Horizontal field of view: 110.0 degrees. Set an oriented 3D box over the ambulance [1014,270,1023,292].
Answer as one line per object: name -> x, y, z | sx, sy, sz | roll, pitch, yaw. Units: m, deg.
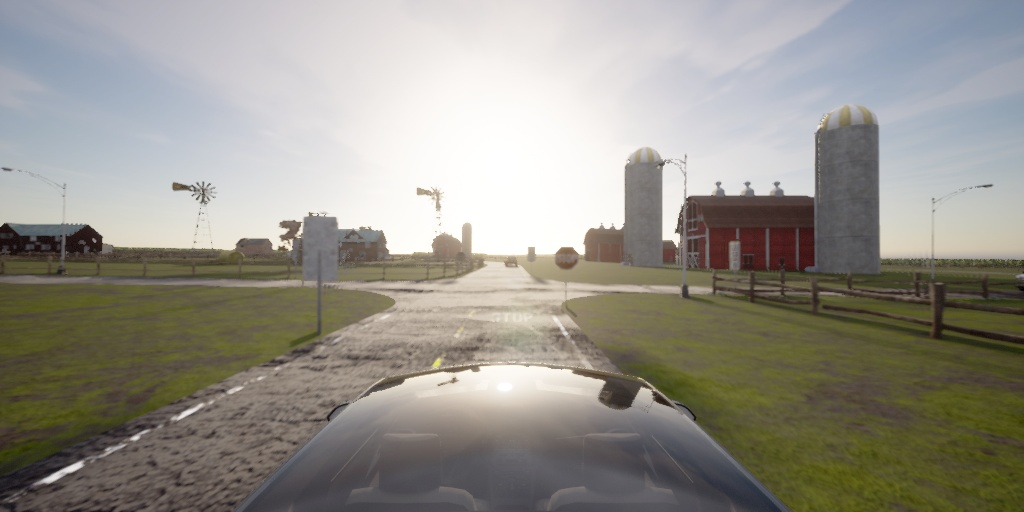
ambulance -> 39.403, 1.438, 25.066 | 6.366, 2.431, 2.351 | 1, -1, 0
